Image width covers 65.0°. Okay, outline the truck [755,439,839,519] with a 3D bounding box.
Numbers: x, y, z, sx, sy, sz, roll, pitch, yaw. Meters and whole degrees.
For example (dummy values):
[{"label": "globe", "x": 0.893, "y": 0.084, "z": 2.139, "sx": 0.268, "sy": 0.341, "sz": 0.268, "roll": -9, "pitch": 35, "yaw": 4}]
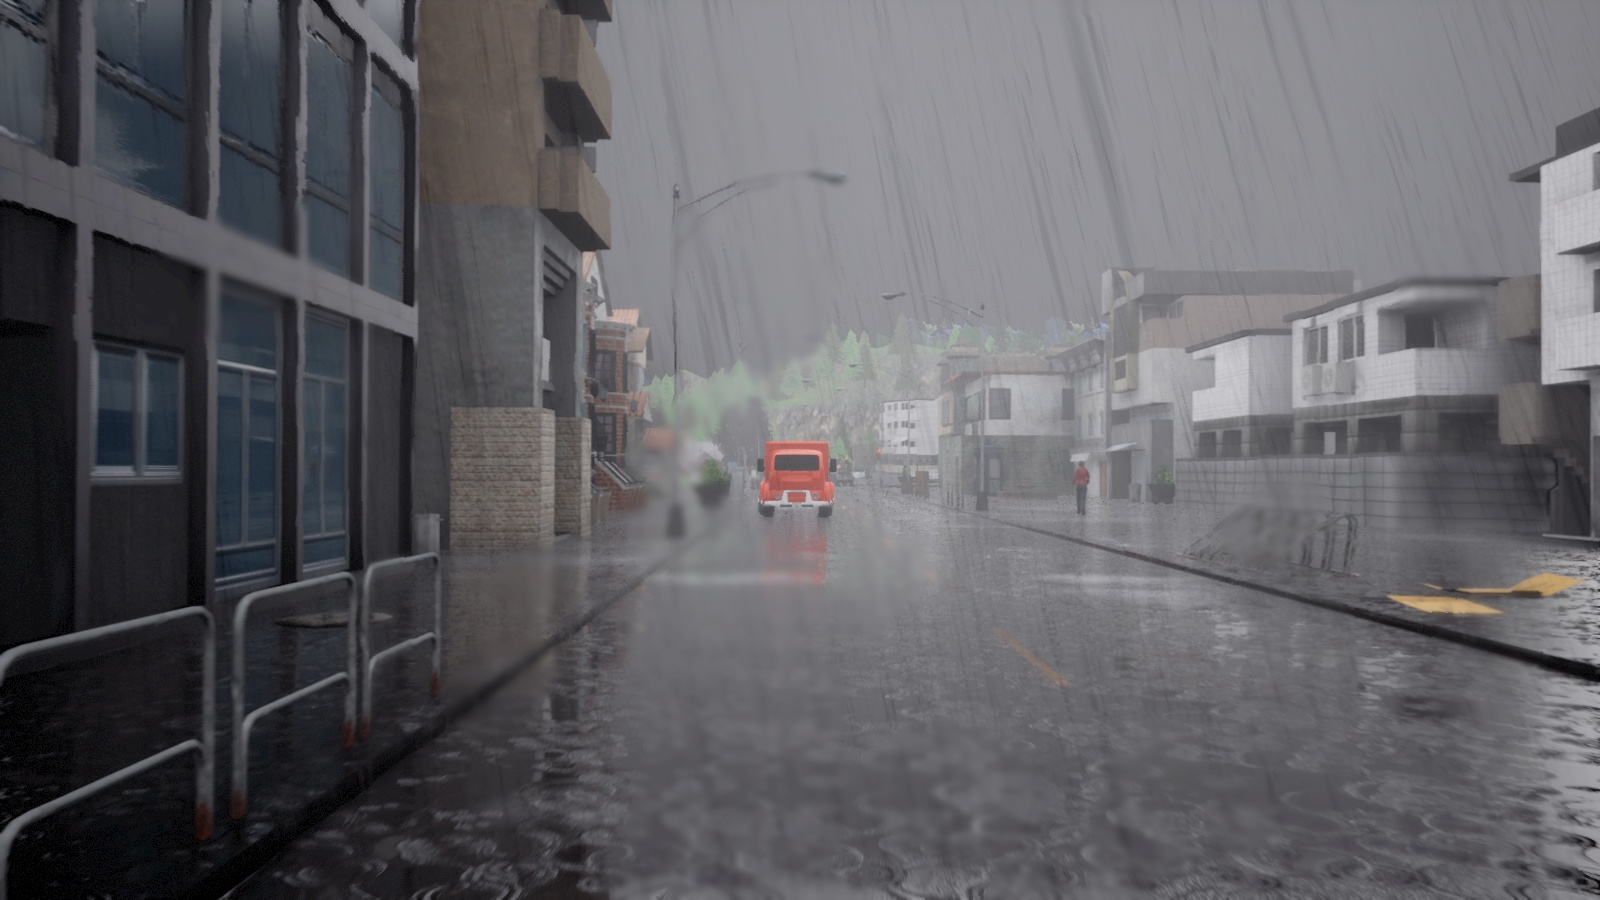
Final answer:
[{"label": "truck", "x": -0.101, "y": 0.949, "z": 41.611, "sx": 2.627, "sy": 2.467, "sz": 5.204, "roll": 0, "pitch": -1, "yaw": 0}]
